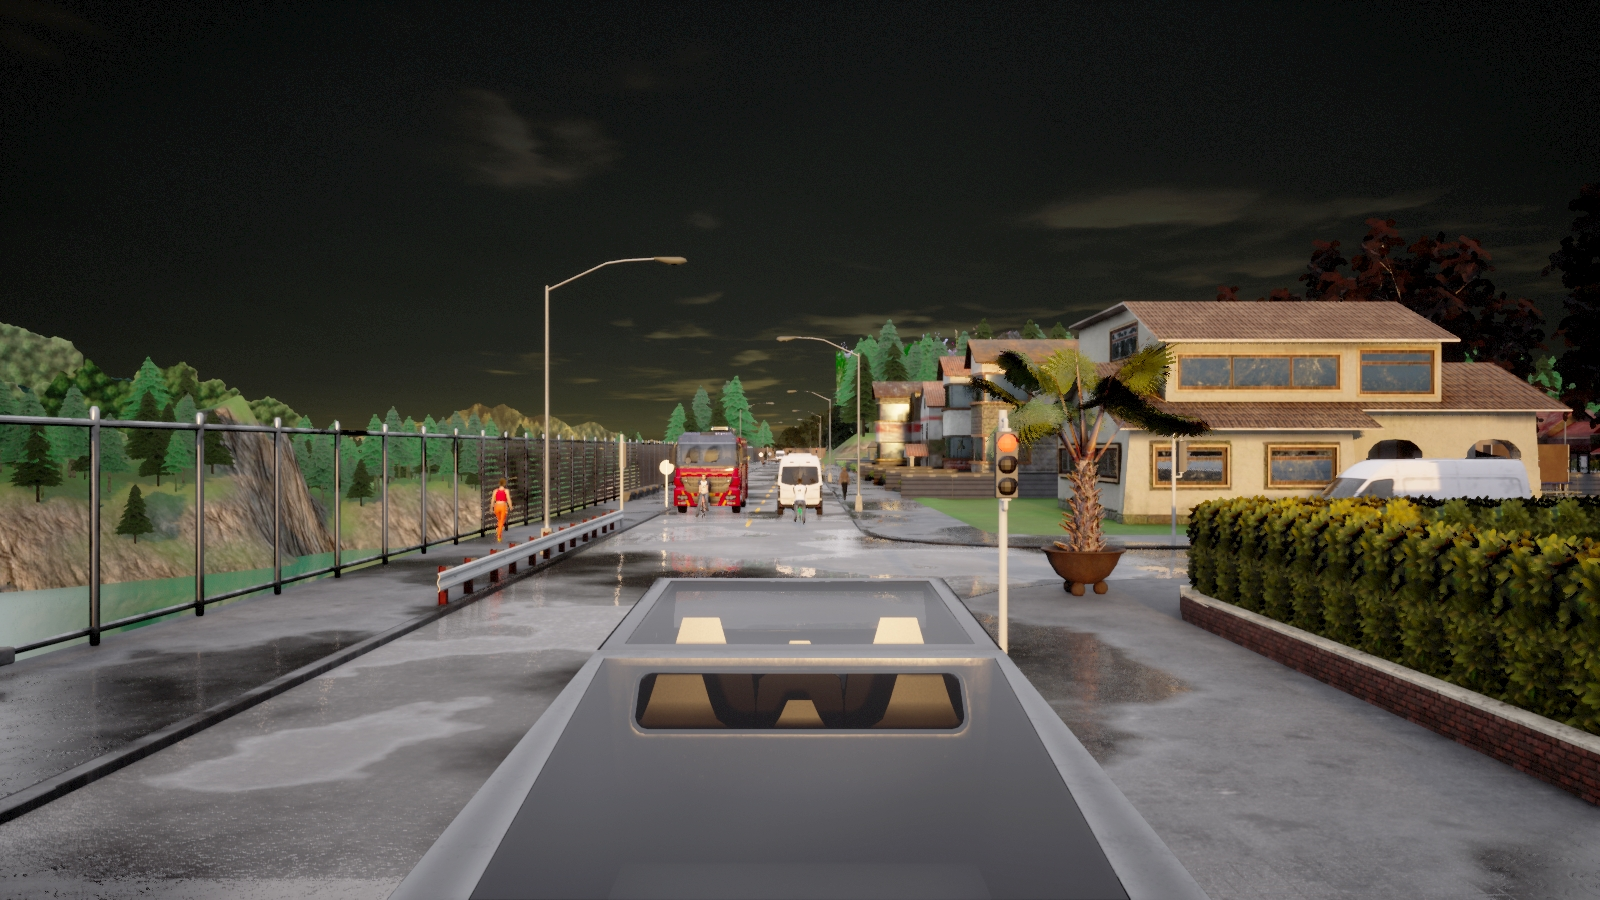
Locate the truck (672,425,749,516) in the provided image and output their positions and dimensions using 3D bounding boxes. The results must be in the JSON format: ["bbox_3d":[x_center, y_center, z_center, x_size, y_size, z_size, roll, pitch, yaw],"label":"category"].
[{"bbox_3d":[-3.997,0.871,52.639,2.891,3.827,8.468,0,0,0],"label":"truck"}]

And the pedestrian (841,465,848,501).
[{"bbox_3d":[2.302,1.699,59.345,0.375,1.860,0.375,0,0,0],"label":"pedestrian"}]

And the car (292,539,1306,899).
[{"bbox_3d":[-0.001,1.751,5.830,2.390,2.098,6.274,0,0,0],"label":"car"}]

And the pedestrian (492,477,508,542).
[{"bbox_3d":[-8.753,1.732,33.350,0.375,1.860,0.375,0,0,1],"label":"pedestrian"}]

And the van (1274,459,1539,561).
[{"bbox_3d":[15.804,1.523,29.986,5.915,2.561,1.988,0,0,0],"label":"van"}]

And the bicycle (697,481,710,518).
[{"bbox_3d":[-3.996,2.038,47.352,0.373,1.496,1.643,0,0,0],"label":"bicycle"}]

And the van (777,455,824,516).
[{"bbox_3d":[0.002,1.516,51.360,1.988,2.561,5.915,0,0,0],"label":"van"}]
